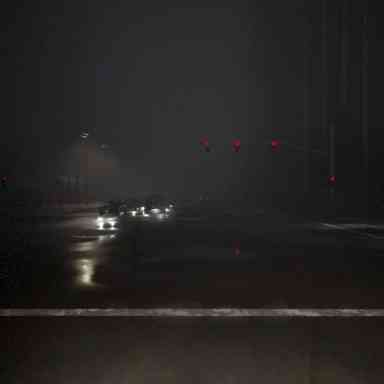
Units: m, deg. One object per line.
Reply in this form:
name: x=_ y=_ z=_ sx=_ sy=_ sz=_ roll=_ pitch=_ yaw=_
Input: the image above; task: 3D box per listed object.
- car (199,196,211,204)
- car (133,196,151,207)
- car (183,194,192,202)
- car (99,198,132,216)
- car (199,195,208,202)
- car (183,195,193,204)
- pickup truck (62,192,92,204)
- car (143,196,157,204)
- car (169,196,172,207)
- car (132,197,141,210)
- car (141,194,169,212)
car: x=2.742 y=1.491 z=64.740 sx=2.128 sy=1.511 sz=4.902 roll=0 pitch=0 yaw=-1
car: x=-7.826 y=1.492 z=52.320 sx=2.128 sy=1.511 sz=4.902 roll=0 pitch=0 yaw=-1
car: x=-0.964 y=1.355 z=75.368 sx=2.097 sy=1.767 sz=4.553 roll=0 pitch=0 yaw=-1
car: x=-7.707 y=1.491 z=32.809 sx=2.128 sy=1.511 sz=4.902 roll=0 pitch=0 yaw=2
car: x=2.538 y=1.524 z=75.124 sx=1.812 sy=1.442 sz=4.674 roll=0 pitch=0 yaw=-1
car: x=-0.757 y=1.601 z=64.690 sx=1.895 sy=1.301 sz=4.718 roll=0 pitch=0 yaw=0
pickup truck: x=-20.932 y=1.059 z=59.956 sx=2.390 sy=2.098 sz=6.274 roll=0 pitch=0 yaw=30
car: x=-7.886 y=1.478 z=62.573 sx=1.882 sy=1.535 sz=5.008 roll=0 pitch=0 yaw=0
car: x=-4.285 y=1.601 z=48.390 sx=1.895 sy=1.301 sz=4.718 roll=0 pitch=0 yaw=-1
car: x=-7.729 y=1.478 z=42.111 sx=1.882 sy=1.535 sz=5.008 roll=0 pitch=0 yaw=-1
car: x=-4.190 y=1.221 z=38.443 sx=2.150 sy=2.045 sz=5.566 roll=0 pitch=0 yaw=-1
